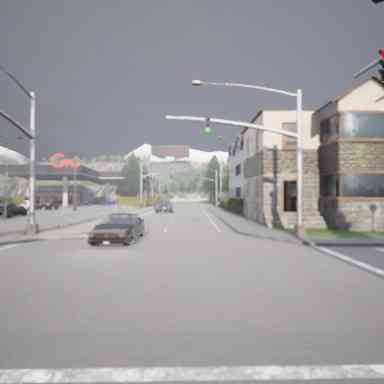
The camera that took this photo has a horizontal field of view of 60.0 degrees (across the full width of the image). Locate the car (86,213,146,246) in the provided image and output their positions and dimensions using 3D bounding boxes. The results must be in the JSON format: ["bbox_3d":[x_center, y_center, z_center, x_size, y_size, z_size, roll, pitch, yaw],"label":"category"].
[{"bbox_3d":[-3.590,1.780,16.904,2.033,1.411,5.357,0,0,2],"label":"car"}]

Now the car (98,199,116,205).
[{"bbox_3d":[-22.181,2.682,86.548,4.611,1.667,2.242,0,-1,0],"label":"car"}]

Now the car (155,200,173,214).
[{"bbox_3d":[-3.505,1.797,42.331,2.097,1.767,4.553,0,-1,0],"label":"car"}]

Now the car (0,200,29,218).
[{"bbox_3d":[-18.926,1.898,34.683,2.007,1.523,4.514,0,-1,0],"label":"car"}]

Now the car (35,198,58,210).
[{"bbox_3d":[-22.631,1.885,52.553,1.905,1.878,3.866,0,-1,0],"label":"car"}]
